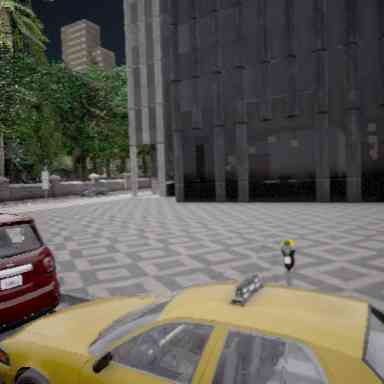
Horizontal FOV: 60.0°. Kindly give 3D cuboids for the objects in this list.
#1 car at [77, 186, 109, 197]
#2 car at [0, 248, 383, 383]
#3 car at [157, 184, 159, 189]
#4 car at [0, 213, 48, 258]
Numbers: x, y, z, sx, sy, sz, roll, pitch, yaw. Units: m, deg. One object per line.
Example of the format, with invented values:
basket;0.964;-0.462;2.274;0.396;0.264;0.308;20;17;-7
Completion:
car;-12.884;-0.083;43.431;1.994;1.385;4.181;-1;3;30
car;0.242;1.410;2.871;4.829;1.417;1.752;-1;2;29
car;-3.712;-1.030;53.273;2.033;1.411;5.357;-1;3;30
car;-4.403;1.285;5.462;5.009;1.841;2.192;-1;2;29
